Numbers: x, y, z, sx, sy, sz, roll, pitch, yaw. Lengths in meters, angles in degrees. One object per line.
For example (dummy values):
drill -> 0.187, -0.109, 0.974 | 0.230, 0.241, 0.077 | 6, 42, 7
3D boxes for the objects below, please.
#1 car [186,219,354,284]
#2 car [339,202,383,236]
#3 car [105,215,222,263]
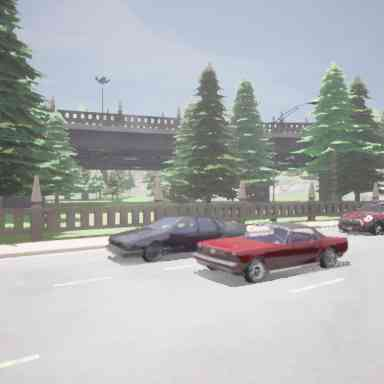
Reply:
car -> 2.390, 1.601, 9.706 | 4.718, 1.301, 1.895 | 0, 0, -33
car -> 10.339, 1.353, 18.439 | 4.553, 1.767, 2.097 | 0, 0, -24
car -> -0.308, 1.547, 12.133 | 5.357, 1.411, 2.033 | 0, 0, -33
